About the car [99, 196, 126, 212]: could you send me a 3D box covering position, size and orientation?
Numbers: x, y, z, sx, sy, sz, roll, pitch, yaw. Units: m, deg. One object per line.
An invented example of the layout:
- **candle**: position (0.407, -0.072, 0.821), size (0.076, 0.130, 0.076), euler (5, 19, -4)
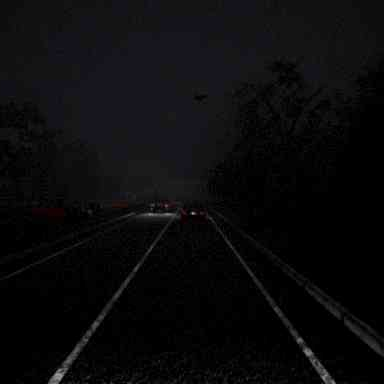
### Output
- **car**: position (-10.055, 1.514, 34.682), size (5.366, 1.575, 1.946), euler (0, 0, 0)

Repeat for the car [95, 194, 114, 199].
- **car**: position (-23.508, 1.173, 89.454), size (4.674, 1.452, 2.002), euler (0, 0, 0)

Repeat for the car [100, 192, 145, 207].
- **car**: position (-10.250, 1.378, 48.686), size (5.566, 2.045, 2.435), euler (0, 0, 0)

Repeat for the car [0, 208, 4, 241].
- **car**: position (-10.241, 1.521, 12.604), size (4.792, 1.488, 2.163), euler (0, 0, 0)

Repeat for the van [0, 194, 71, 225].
- **van**: position (-10.375, 1.261, 20.932), size (4.442, 1.987, 1.878), euler (0, 0, 0)

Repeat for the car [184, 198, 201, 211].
- **car**: position (0.002, 1.588, 42.911), size (2.033, 1.411, 5.357), euler (0, 0, 0)

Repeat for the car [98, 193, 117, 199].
- **car**: position (-23.528, 1.157, 92.366), size (4.792, 1.488, 2.163), euler (0, 0, 0)

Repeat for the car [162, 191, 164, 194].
- **car**: position (-10.461, 1.163, 86.834), size (4.792, 1.488, 2.163), euler (0, 0, 0)

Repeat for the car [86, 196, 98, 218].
- **car**: position (-10.283, 1.361, 26.482), size (4.553, 1.767, 2.185), euler (0, 0, 0)

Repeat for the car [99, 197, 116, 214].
- **car**: position (-10.429, 1.499, 32.030), size (5.366, 1.575, 1.946), euler (0, 0, 0)

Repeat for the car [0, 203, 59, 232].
- **car**: position (-10.233, 1.518, 18.156), size (4.792, 1.488, 2.163), euler (0, 0, 0)

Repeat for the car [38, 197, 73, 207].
- **car**: position (-23.285, 1.694, 56.900), size (5.008, 1.535, 2.097), euler (0, 0, 0)

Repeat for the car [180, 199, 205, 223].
- **car**: position (0.069, 1.552, 25.880), size (2.033, 1.411, 5.357), euler (0, 0, 0)

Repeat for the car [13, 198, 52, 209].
- **car**: position (-23.298, 1.667, 48.713), size (4.674, 1.452, 2.002), euler (0, 0, 0)

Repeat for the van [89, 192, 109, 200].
- **van**: position (-23.391, 0.905, 83.996), size (4.442, 1.987, 1.878), euler (1, 0, 0)

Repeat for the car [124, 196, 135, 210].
- **car**: position (-10.047, 1.558, 40.355), size (5.366, 1.575, 1.946), euler (0, 0, 0)

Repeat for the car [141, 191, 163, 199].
- **car**: position (-10.408, 1.161, 84.050), size (4.792, 1.488, 2.163), euler (0, 0, 0)

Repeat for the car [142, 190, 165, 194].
- **car**: position (-10.456, 1.009, 89.620), size (4.553, 1.767, 2.185), euler (0, 0, 0)

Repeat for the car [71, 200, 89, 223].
- **car**: position (-10.284, 1.515, 23.709), size (4.792, 1.488, 2.163), euler (0, 0, 0)

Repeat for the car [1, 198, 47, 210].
- **car**: position (-23.119, 1.602, 45.943), size (5.366, 1.575, 1.946), euler (0, 0, 0)

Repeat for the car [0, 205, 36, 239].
- **car**: position (-10.237, 1.519, 15.380), size (4.792, 1.488, 2.163), euler (0, 0, 0)

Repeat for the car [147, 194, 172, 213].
- **car**: position (-3.414, 1.378, 37.035), size (2.097, 1.767, 4.553), euler (0, 0, 0)

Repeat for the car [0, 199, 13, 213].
- **car**: position (-23.288, 1.567, 37.635), size (4.792, 1.488, 2.163), euler (0, 0, 0)

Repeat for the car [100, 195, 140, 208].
- **car**: position (-10.411, 1.603, 45.907), size (5.366, 1.575, 1.946), euler (0, 0, 0)

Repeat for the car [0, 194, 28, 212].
- **car**: position (-23.341, 1.308, 40.406), size (5.566, 2.045, 2.435), euler (0, 0, 0)

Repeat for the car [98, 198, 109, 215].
- **car**: position (-10.242, 1.492, 29.262), size (4.892, 1.521, 2.231), euler (0, 0, 0)
